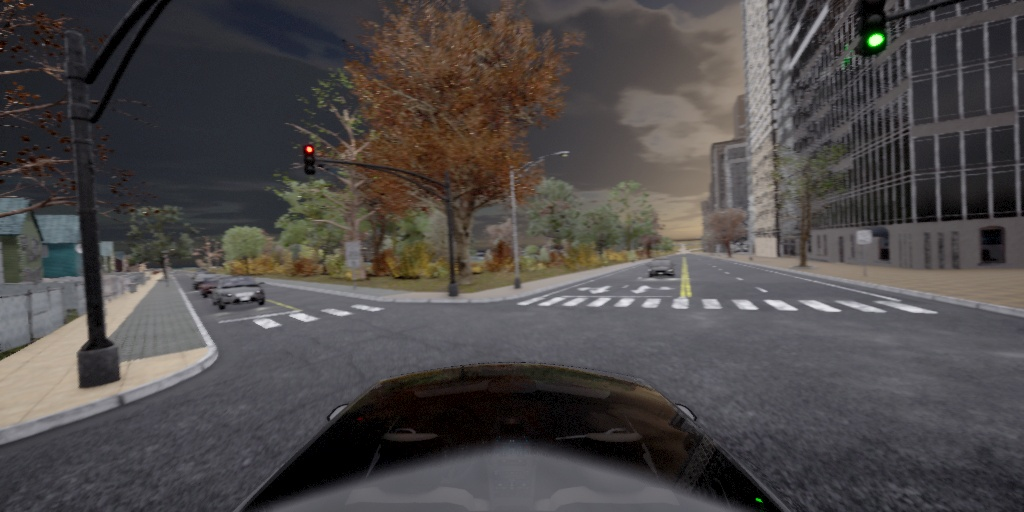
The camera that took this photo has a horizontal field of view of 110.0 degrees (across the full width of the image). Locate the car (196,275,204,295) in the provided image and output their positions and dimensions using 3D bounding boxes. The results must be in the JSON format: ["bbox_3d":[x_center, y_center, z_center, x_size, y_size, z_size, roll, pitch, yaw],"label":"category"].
[{"bbox_3d":[-21.125,2.177,25.839,1.895,1.301,4.718,-4,1,-44],"label":"car"}]

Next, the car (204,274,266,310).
[{"bbox_3d":[-14.301,1.814,18.687,2.128,1.511,4.902,-4,1,-44],"label":"car"}]

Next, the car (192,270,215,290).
[{"bbox_3d":[-29.106,2.352,34.206,1.882,1.535,5.008,-4,2,-43],"label":"car"}]

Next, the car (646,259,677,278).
[{"bbox_3d":[12.084,0.987,28.891,1.837,1.490,4.892,-3,0,26],"label":"car"}]
